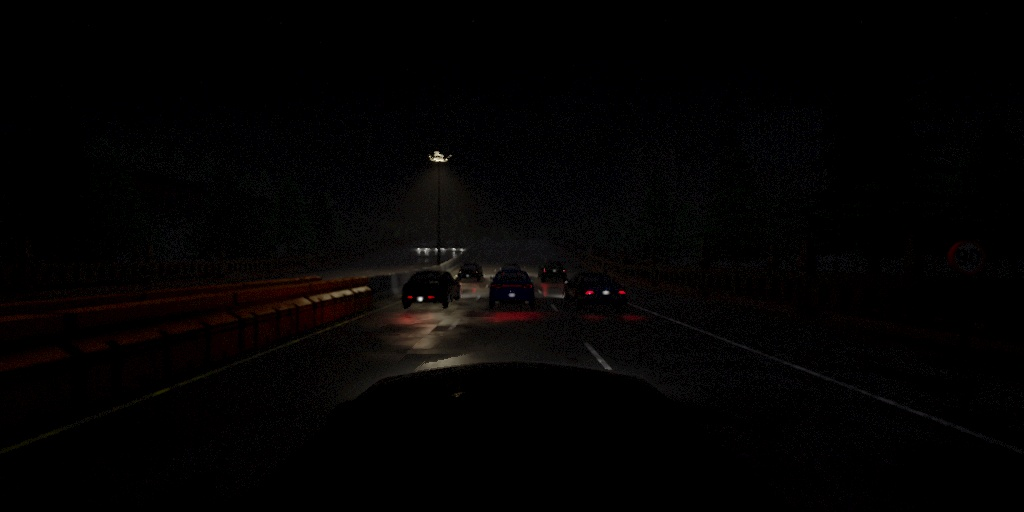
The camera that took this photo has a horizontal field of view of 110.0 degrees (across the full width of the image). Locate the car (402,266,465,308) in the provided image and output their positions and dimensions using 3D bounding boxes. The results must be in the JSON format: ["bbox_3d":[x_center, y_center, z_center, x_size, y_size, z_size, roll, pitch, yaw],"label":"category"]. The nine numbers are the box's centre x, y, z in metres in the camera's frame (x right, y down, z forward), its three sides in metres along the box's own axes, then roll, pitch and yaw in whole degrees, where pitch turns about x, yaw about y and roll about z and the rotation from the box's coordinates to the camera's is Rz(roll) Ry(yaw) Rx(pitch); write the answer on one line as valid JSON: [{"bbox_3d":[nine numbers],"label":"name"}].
[{"bbox_3d":[-3.505,1.399,16.146,1.837,1.490,4.892,0,0,0],"label":"car"}]

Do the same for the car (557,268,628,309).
[{"bbox_3d":[3.494,1.436,15.838,2.033,1.411,5.357,0,-1,0],"label":"car"}]

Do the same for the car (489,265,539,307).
[{"bbox_3d":[-0.004,1.371,16.319,1.882,1.535,5.008,0,0,0],"label":"car"}]

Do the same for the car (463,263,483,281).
[{"bbox_3d":[-3.589,1.343,31.204,1.812,1.442,4.674,0,2,0],"label":"car"}]

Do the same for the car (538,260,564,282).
[{"bbox_3d":[3.411,1.177,30.952,2.097,1.767,4.553,0,2,0],"label":"car"}]
